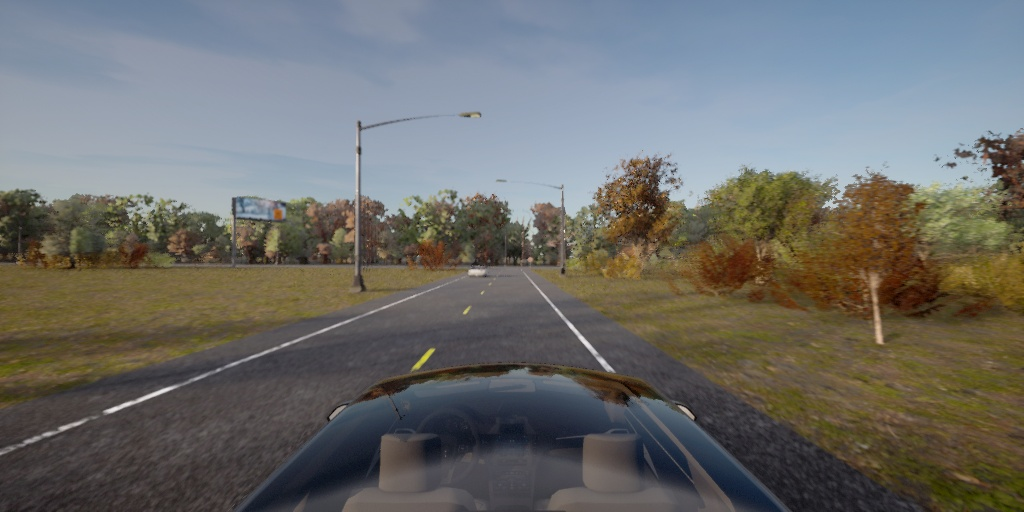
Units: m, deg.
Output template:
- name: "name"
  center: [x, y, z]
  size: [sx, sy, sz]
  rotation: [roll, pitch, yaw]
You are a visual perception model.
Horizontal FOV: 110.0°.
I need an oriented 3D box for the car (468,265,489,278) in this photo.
- name: "car"
  center: [-3.589, 1.679, 38.754]
  size: [1.895, 1.301, 4.718]
  rotation: [0, 0, 0]
